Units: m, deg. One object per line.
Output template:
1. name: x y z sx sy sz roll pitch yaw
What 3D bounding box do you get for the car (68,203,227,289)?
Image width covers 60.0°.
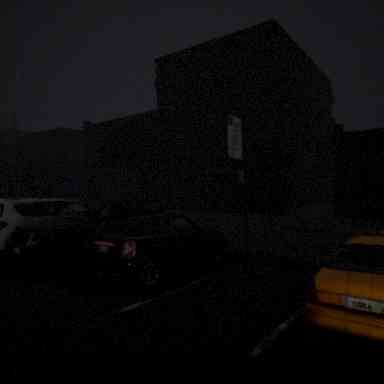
1. car: -0.837 1.356 9.556 2.185 1.767 4.553 0 0 36

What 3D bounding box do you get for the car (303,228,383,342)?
1. car: 3.761 1.477 6.501 1.946 1.575 5.366 0 0 36

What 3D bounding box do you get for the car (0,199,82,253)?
1. car: -7.503 1.355 14.451 2.185 1.767 4.553 0 0 36

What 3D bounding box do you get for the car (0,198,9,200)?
1. car: -14.240 1.262 19.246 2.435 2.045 5.566 0 0 36
